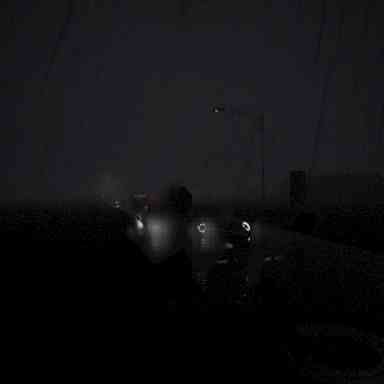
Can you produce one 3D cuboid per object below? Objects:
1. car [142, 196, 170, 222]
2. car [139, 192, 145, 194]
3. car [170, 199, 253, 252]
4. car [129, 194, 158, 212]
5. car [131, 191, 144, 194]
[{"bbox_3d":[-2.224,1.317,24.642,1.837,1.490,4.892,-2,0,-16],"label":"car"},{"bbox_3d":[-5.384,1.149,44.640,2.128,1.511,4.902,-2,1,-19],"label":"car"},{"bbox_3d":[0.699,1.220,13.356,2.097,1.767,4.553,-2,1,-14],"label":"car"},{"bbox_3d":[-5.254,1.260,34.946,2.128,1.511,4.902,-2,1,-17],"label":"car"},{"bbox_3d":[-8.900,0.852,54.424,2.150,2.045,5.566,-2,1,-19],"label":"car"}]
